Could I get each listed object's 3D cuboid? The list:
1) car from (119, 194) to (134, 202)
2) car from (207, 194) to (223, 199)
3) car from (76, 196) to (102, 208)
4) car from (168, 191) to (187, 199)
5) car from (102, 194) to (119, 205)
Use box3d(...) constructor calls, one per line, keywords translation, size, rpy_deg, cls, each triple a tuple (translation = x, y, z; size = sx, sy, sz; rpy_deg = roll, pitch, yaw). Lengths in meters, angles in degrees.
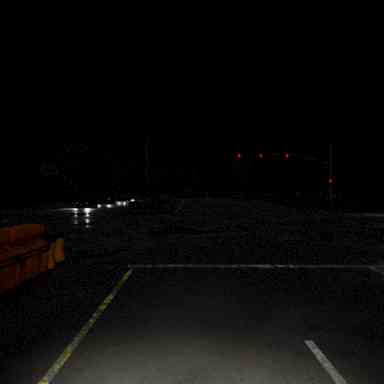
box3d(translation=(-13.925, 1.225, 68.206), size=(2.128, 1.511, 4.902), rpy_deg=(0, 0, 0), cls="car")
box3d(translation=(6.999, 1.146, 94.647), size=(2.033, 1.411, 5.357), rpy_deg=(0, 0, -18), cls="car")
box3d(translation=(-14.047, 1.331, 44.641), size=(1.837, 1.490, 4.892), rpy_deg=(0, 0, 0), cls="car")
box3d(translation=(-4.171, 0.822, 95.213), size=(2.150, 2.045, 5.566), rpy_deg=(0, 0, -22), cls="car")
box3d(translation=(-14.023, 1.136, 54.674), size=(2.097, 1.767, 4.553), rpy_deg=(0, 0, 0), cls="car")
